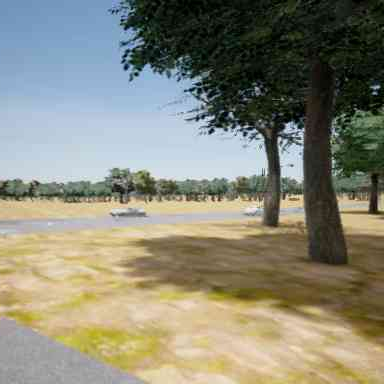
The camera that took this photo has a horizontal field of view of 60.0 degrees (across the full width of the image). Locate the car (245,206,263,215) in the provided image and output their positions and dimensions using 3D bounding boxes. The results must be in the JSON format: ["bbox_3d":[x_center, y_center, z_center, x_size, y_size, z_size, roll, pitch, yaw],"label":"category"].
[{"bbox_3d":[9.837,2.877,52.020,1.812,1.442,4.674,0,-2,36],"label":"car"}]

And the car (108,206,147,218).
[{"bbox_3d":[-7.727,2.409,40.085,1.895,1.301,4.718,0,-2,37],"label":"car"}]
